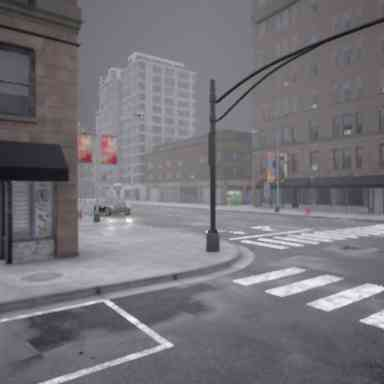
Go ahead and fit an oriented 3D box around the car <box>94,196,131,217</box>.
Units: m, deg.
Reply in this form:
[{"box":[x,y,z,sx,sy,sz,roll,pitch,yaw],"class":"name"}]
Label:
[{"box":[-7.369,1.280,30.752,2.097,1.767,4.553,0,0,-36],"class":"car"}]
